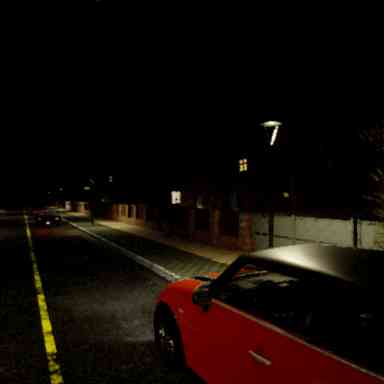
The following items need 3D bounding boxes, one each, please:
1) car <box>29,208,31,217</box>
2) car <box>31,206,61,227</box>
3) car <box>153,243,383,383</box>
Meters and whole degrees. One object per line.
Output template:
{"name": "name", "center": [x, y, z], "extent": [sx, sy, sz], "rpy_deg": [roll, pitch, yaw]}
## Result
{"name": "car", "center": [-17.305, 2.264, 37.771], "extent": [1.812, 1.442, 4.674], "rpy_deg": [0, -1, -27]}
{"name": "car", "center": [-12.022, 2.131, 27.478], "extent": [1.895, 1.301, 4.718], "rpy_deg": [0, -1, -27]}
{"name": "car", "center": [1.177, 1.369, 3.601], "extent": [2.097, 1.767, 4.553], "rpy_deg": [-3, -1, -27]}
